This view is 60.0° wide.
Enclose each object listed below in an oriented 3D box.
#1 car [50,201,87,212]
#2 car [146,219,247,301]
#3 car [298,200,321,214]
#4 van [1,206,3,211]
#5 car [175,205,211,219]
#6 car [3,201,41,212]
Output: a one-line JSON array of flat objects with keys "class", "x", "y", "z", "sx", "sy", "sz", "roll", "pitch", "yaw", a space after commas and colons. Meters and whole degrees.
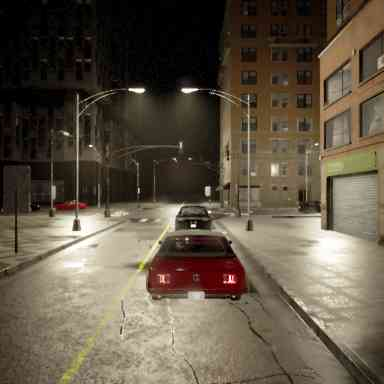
[{"class": "car", "x": -14.553, "y": 1.701, "z": 39.321, "sx": 4.206, "sy": 1.307, "sz": 1.802, "roll": 0, "pitch": 0, "yaw": 0}, {"class": "car", "x": 0.081, "y": 1.601, "z": 8.282, "sx": 1.895, "sy": 1.301, "sz": 4.718, "roll": 0, "pitch": 0, "yaw": 0}, {"class": "car", "x": 12.041, "y": 1.415, "z": 30.826, "sx": 4.313, "sy": 1.339, "sz": 1.947, "roll": 0, "pitch": 0, "yaw": 0}, {"class": "van", "x": -20.185, "y": 1.425, "z": 30.790, "sx": 3.998, "sy": 1.788, "sz": 1.690, "roll": 0, "pitch": 0, "yaw": 0}, {"class": "car", "x": 0.059, "y": 1.474, "z": 18.431, "sx": 1.882, "sy": 1.535, "sz": 5.008, "roll": 0, "pitch": 0, "yaw": 0}, {"class": "car", "x": -20.202, "y": 1.725, "z": 39.315, "sx": 4.313, "sy": 1.339, "sz": 1.947, "roll": 0, "pitch": 0, "yaw": 0}]
